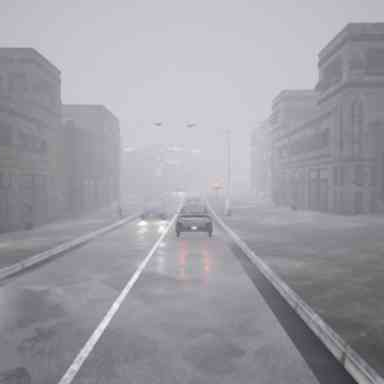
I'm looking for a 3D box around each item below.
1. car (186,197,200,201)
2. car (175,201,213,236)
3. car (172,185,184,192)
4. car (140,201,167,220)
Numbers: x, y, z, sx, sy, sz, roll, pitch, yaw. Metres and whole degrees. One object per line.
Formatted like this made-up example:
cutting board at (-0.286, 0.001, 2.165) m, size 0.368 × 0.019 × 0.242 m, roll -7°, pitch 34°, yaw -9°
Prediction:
car at (0.114, 1.263, 36.218) m, size 2.033 × 1.411 × 5.357 m, roll 0°, pitch 2°, yaw 0°
car at (0.106, 1.480, 18.098) m, size 2.128 × 1.511 × 4.902 m, roll 0°, pitch 0°, yaw 0°
car at (-2.744, -0.683, 68.146) m, size 1.994 × 1.385 × 4.181 m, roll 0°, pitch 4°, yaw 7°
car at (-3.088, 1.467, 27.564) m, size 1.812 × 1.442 × 4.674 m, roll 0°, pitch 1°, yaw 0°
